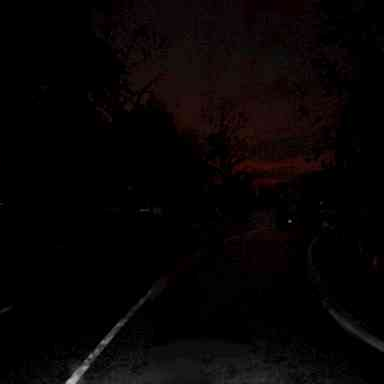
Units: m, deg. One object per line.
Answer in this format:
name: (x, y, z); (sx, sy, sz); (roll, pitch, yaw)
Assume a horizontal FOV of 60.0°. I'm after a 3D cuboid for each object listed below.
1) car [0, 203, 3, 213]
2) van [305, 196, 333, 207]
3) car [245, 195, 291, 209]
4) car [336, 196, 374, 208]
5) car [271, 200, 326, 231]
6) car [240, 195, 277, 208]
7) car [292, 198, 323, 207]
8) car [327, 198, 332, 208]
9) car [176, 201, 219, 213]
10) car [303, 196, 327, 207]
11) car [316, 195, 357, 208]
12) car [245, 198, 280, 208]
car: (-22.204, 1.385, 35.498); (4.553, 1.767, 2.097); (0, 0, 20)
van: (22.767, 1.670, 59.692); (4.442, 1.987, 1.878); (0, -1, -3)
car: (11.141, 1.413, 49.119); (5.566, 2.045, 2.435); (0, -1, -3)
car: (23.443, 1.516, 47.565); (4.553, 1.767, 2.185); (0, -1, -3)
car: (6.757, 1.491, 20.708); (1.882, 1.535, 5.008); (0, 0, 31)
car: (10.866, 1.515, 54.573); (5.566, 2.045, 2.435); (0, -1, -3)
car: (22.795, 2.064, 65.646); (5.366, 1.575, 1.946); (0, -2, -3)
car: (23.316, 1.696, 50.596); (5.008, 1.535, 2.097); (0, -1, -3)
car: (0.611, 1.634, 37.568); (4.718, 1.301, 1.895); (0, 0, 18)
car: (16.096, 1.474, 45.290); (2.097, 1.767, 4.553); (0, -1, 1)
car: (23.146, 1.498, 53.513); (5.566, 2.045, 2.435); (0, -1, -3)
car: (10.984, 1.713, 51.778); (4.892, 1.521, 2.231); (0, -1, -3)
